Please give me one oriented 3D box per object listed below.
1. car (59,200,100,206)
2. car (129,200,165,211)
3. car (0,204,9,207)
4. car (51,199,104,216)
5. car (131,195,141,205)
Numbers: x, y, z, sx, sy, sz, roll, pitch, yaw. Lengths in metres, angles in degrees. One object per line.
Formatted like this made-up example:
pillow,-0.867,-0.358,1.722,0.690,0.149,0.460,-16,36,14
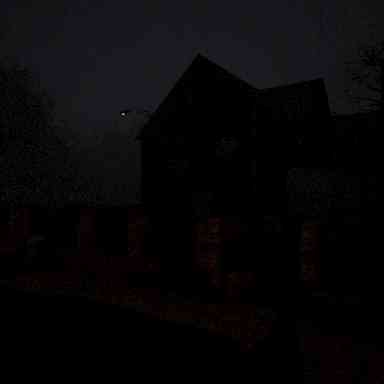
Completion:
car,-10.486,1.641,31.257,1.994,1.385,4.181,0,0,35
car,-5.835,1.722,43.427,1.895,1.301,4.718,0,0,35
car,-15.563,1.648,24.069,1.895,1.301,4.718,0,0,35
car,-11.897,1.579,34.879,2.128,1.511,4.902,0,0,35
car,-3.544,1.315,35.085,2.150,2.045,5.566,0,-1,35
